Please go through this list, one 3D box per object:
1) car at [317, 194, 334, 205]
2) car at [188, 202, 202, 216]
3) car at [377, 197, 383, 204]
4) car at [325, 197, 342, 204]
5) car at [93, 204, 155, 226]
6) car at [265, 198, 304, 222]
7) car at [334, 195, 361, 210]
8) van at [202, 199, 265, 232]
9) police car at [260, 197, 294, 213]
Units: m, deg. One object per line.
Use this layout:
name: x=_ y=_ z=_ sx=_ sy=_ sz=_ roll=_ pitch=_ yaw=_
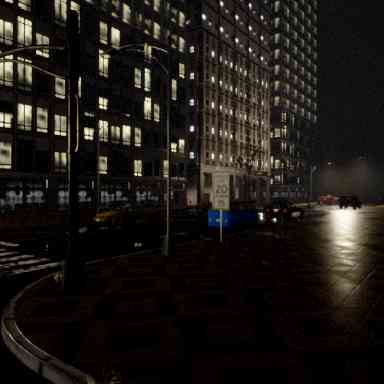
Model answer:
car: x=25.132 y=1.381 z=62.548 sx=2.192 sy=1.841 sz=5.009 roll=0 pitch=0 yaw=38
car: x=1.342 y=1.604 z=31.711 sx=1.802 sy=1.307 sz=4.206 roll=0 pitch=0 yaw=38
car: x=38.167 y=1.658 z=66.543 sx=1.947 sy=1.339 sz=4.313 roll=0 pitch=0 yaw=38
car: x=28.530 y=1.625 z=66.953 sx=2.008 sy=1.369 sz=4.403 roll=0 pitch=0 yaw=38
car: x=-4.774 y=1.540 z=23.995 sx=1.752 sy=1.417 sz=4.829 roll=0 pitch=0 yaw=38
car: x=7.581 y=1.472 z=26.897 sx=1.967 sy=1.590 sz=4.097 roll=0 pitch=0 yaw=38
car: x=21.175 y=1.369 z=44.518 sx=2.192 sy=1.841 sz=5.009 roll=0 pitch=0 yaw=38
van: x=2.612 y=1.368 z=20.273 sx=1.690 sy=1.788 sz=3.998 roll=0 pitch=0 yaw=38
police car: x=9.967 y=1.459 z=38.689 sx=1.930 sy=1.638 sz=5.238 roll=0 pitch=0 yaw=38
